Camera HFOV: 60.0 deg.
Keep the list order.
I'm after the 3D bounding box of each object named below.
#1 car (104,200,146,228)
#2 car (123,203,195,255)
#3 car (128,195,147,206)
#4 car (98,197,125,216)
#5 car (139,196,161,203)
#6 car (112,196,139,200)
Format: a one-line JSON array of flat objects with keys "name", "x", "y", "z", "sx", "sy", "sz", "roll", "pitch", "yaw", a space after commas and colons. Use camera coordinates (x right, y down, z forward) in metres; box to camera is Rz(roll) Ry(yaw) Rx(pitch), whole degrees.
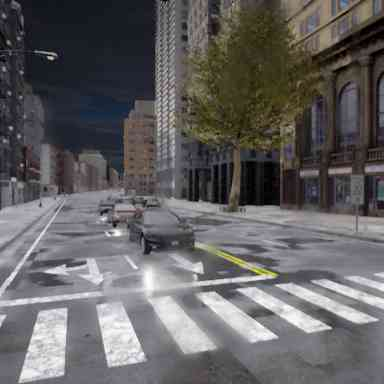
[{"name": "car", "x": -4.597, "y": 1.491, "z": 22.452, "sx": 1.812, "sy": 1.442, "sz": 4.674, "roll": 0, "pitch": 0, "yaw": -20}, {"name": "car", "x": -1.418, "y": 1.459, "z": 13.613, "sx": 1.882, "sy": 1.535, "sz": 5.008, "roll": 0, "pitch": 0, "yaw": -20}, {"name": "car", "x": -8.857, "y": 1.326, "z": 53.766, "sx": 2.128, "sy": 1.511, "sz": 4.902, "roll": 0, "pitch": 0, "yaw": -20}, {"name": "car", "x": -8.180, "y": 1.482, "z": 32.433, "sx": 2.033, "sy": 1.411, "sz": 5.357, "roll": 0, "pitch": 0, "yaw": -19}, {"name": "car", "x": -5.415, "y": 1.448, "z": 44.369, "sx": 1.994, "sy": 1.385, "sz": 4.181, "roll": 0, "pitch": 0, "yaw": -19}, {"name": "car", "x": -9.124, "y": 1.367, "z": 45.220, "sx": 2.128, "sy": 1.511, "sz": 4.902, "roll": 0, "pitch": 0, "yaw": -20}]
